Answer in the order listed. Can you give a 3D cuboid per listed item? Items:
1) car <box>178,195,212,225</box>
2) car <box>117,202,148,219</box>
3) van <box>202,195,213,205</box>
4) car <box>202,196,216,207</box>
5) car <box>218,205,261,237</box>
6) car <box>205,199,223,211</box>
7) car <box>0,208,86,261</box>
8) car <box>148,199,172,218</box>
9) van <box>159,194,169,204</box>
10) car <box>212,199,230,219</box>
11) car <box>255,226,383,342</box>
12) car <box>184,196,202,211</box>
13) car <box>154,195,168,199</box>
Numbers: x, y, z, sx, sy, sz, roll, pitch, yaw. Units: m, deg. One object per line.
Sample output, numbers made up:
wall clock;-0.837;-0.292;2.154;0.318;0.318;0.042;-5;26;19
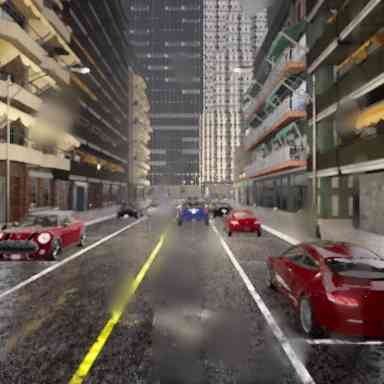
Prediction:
car;0.106;1.338;23.990;2.097;1.767;4.553;0;0;0
car;-5.304;1.552;29.077;1.947;1.339;4.313;0;0;0
van;2.583;1.352;57.530;1.690;1.788;3.998;0;0;0
car;2.581;1.442;51.840;1.967;1.590;4.097;0;0;0
car;2.574;1.570;17.702;1.802;1.307;4.206;0;0;0
car;2.579;1.536;40.460;1.887;1.381;4.507;0;0;0
car;-5.306;1.431;12.008;1.967;1.590;4.097;0;0;0
car;-2.841;1.587;29.814;1.895;1.301;4.718;0;0;0
van;-5.296;1.361;63.216;1.690;1.788;3.998;0;0;0
car;2.576;1.552;29.082;1.947;1.339;4.313;0;0;0
car;2.572;1.577;6.324;1.802;1.307;4.206;0;0;0
car;0.109;1.343;41.299;2.097;1.767;4.553;0;0;0
car;-5.299;1.442;51.836;1.967;1.590;4.097;0;0;0
